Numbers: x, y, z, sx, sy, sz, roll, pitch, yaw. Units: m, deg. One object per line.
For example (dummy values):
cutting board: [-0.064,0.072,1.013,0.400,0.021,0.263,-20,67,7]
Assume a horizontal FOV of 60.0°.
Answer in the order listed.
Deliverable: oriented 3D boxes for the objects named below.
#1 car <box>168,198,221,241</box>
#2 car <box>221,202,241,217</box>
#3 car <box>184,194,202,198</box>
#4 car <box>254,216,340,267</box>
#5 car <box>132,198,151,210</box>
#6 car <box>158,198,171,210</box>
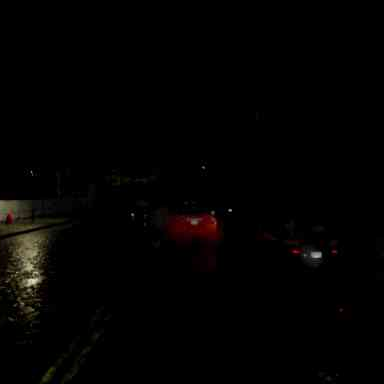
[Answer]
car: [0.105,1.363,16.788,2.097,1.767,4.553,0,0,0]
car: [3.359,1.581,31.108,1.994,1.385,4.181,0,0,0]
car: [0.112,1.238,33.743,2.150,2.045,5.566,0,0,0]
car: [3.354,1.533,11.280,1.812,1.442,4.674,0,0,0]
car: [-6.487,1.554,43.115,1.812,1.442,4.674,0,0,0]
car: [-3.237,1.579,43.114,1.837,1.490,4.892,0,0,0]
